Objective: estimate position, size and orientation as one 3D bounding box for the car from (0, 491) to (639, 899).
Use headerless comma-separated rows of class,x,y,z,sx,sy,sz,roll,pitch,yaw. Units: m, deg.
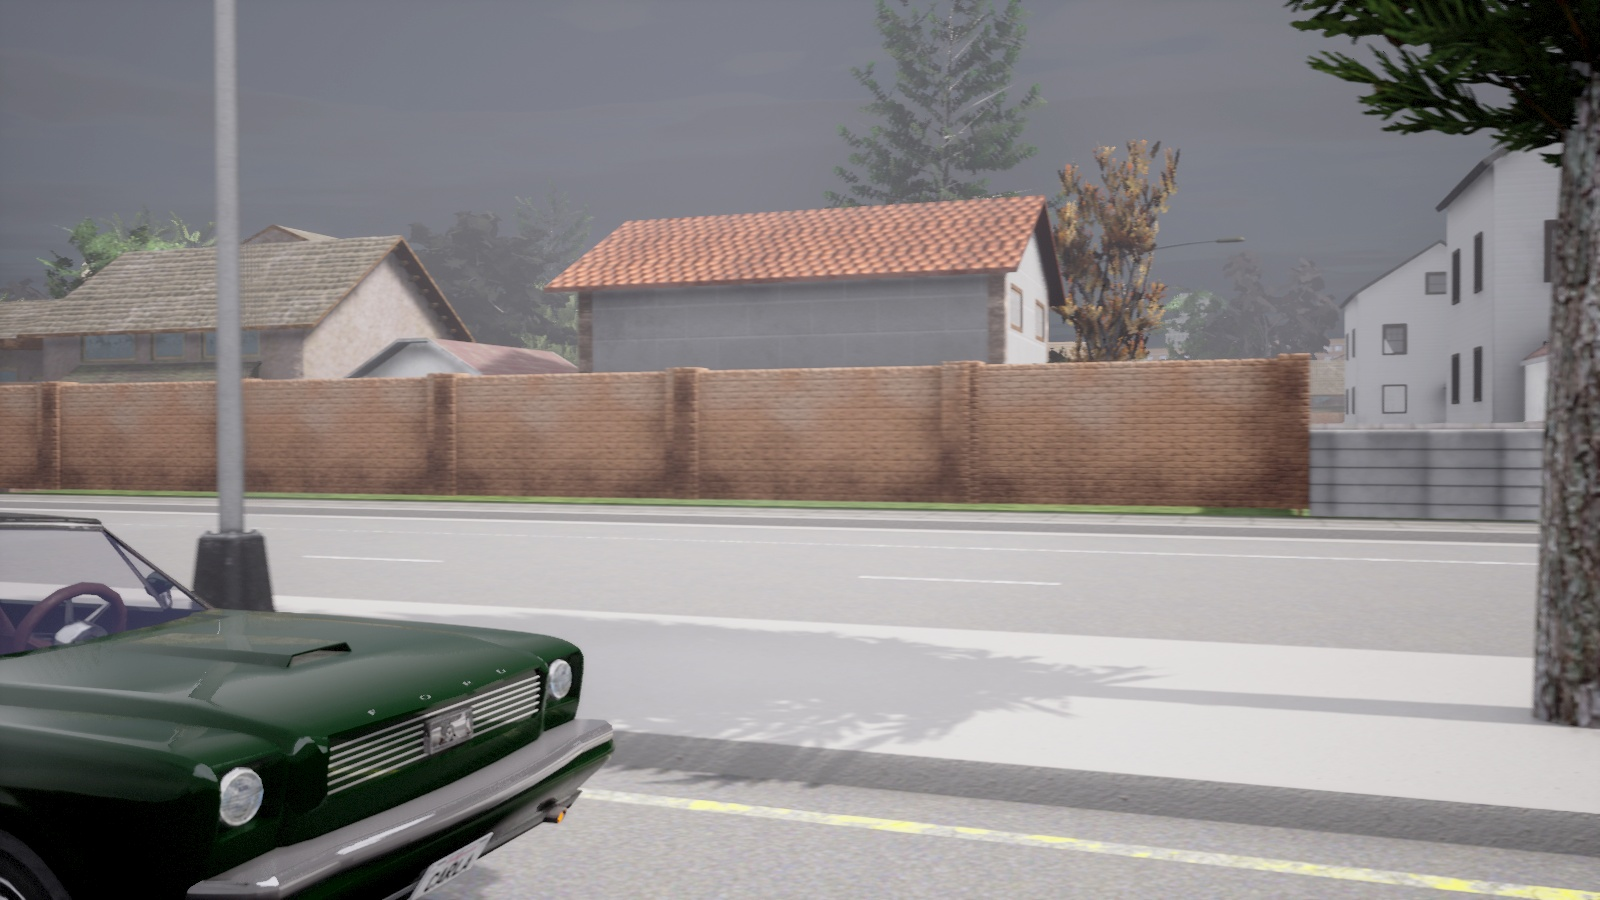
car,-3.105,0.848,4.303,4.718,1.301,1.895,0,1,19
